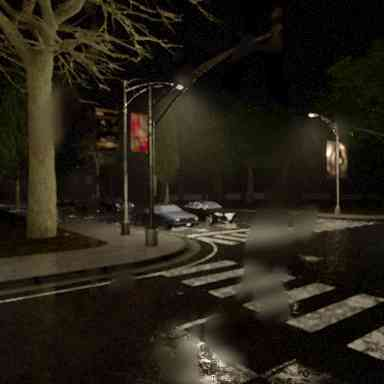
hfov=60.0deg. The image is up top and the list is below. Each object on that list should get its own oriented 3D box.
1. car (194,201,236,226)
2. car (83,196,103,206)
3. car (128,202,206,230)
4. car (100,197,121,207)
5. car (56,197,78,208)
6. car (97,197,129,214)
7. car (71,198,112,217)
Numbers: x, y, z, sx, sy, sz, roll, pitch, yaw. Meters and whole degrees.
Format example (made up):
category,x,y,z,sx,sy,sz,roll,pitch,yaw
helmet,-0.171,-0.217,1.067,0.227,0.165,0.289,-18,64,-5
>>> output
category,x,y,z,sx,sy,sz,roll,pitch,yaw
car,0.921,1.387,22.850,2.128,1.511,4.902,-1,0,-36
car,-18.029,1.589,60.168,1.882,1.535,5.008,-1,0,-36
car,-1.755,1.476,20.982,2.033,1.411,5.357,-1,0,-36
car,-13.157,1.562,53.506,1.812,1.442,4.674,-1,0,-36
car,-19.738,1.688,51.458,1.994,1.385,4.181,-1,0,-36
car,-7.781,1.325,34.821,2.097,1.767,4.553,-1,0,-36
car,-9.751,1.563,32.002,1.994,1.385,4.181,-1,0,-36
